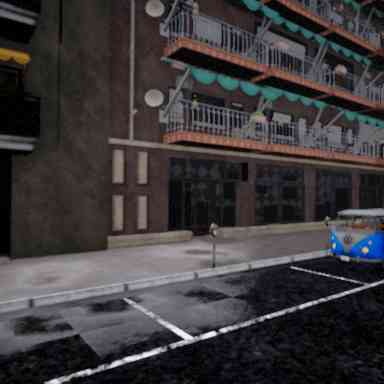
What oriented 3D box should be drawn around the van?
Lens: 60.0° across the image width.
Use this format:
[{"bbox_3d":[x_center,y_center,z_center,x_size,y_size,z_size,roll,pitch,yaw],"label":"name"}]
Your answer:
[{"bbox_3d":[6.205,1.447,10.984,3.998,1.788,1.690,1,0,-36],"label":"van"}]
